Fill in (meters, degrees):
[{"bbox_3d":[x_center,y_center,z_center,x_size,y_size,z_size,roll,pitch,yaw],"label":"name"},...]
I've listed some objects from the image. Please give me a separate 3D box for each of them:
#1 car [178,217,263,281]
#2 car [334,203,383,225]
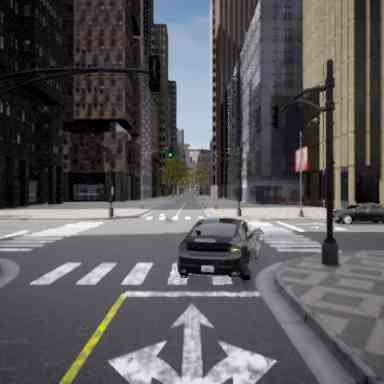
[{"bbox_3d":[0.973,1.529,10.041,1.837,1.490,4.892,-1,0,15],"label":"car"},{"bbox_3d":[12.477,1.565,24.391,4.892,1.490,1.837,0,0,0],"label":"car"}]
